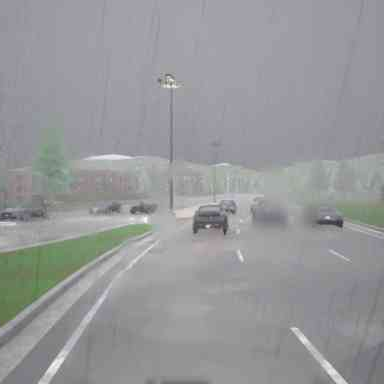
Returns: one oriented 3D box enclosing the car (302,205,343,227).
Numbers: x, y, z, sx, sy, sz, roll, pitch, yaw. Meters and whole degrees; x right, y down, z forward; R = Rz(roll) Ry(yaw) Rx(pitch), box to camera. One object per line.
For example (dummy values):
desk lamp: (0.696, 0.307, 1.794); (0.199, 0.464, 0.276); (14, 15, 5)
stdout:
car: (8.740, 1.561, 22.559); (1.994, 1.385, 4.181); (0, 0, 9)

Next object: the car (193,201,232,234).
car: (1.174, 1.501, 19.243); (1.837, 1.490, 4.892); (0, -1, 8)

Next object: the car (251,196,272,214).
car: (7.555, 1.349, 36.596); (2.097, 1.767, 4.553); (0, 0, 10)

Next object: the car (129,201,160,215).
car: (-4.783, 1.598, 33.952); (1.895, 1.301, 4.718); (0, 0, 10)

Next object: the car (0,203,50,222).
car: (-13.245, 1.561, 26.398); (1.994, 1.385, 4.181); (0, 0, 11)

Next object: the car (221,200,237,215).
car: (3.658, 1.544, 34.625); (2.033, 1.411, 5.357); (0, 0, 10)

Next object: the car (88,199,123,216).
car: (-8.500, 1.488, 33.014); (2.128, 1.511, 4.902); (0, 0, 10)

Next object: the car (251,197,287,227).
car: (5.267, 1.351, 22.955); (2.097, 1.767, 4.553); (0, 0, 9)
